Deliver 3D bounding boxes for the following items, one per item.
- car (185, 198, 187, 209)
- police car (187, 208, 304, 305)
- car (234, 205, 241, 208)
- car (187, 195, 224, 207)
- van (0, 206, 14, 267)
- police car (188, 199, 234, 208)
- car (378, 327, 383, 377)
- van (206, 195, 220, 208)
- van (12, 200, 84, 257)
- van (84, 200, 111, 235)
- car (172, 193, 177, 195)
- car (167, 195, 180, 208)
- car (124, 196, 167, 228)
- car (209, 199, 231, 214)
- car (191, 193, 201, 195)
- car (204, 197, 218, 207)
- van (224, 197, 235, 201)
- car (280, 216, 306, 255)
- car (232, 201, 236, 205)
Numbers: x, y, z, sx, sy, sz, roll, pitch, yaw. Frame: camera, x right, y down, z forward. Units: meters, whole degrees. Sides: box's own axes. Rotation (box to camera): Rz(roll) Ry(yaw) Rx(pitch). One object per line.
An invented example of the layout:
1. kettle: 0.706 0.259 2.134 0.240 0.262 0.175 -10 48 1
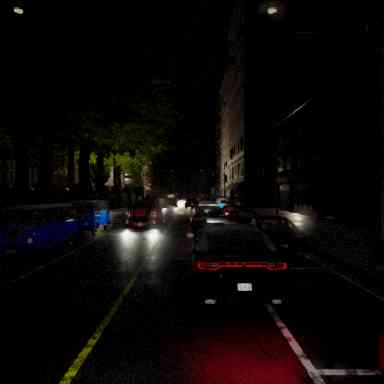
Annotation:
1. car: 0.032 1.527 45.330 1.994 1.385 4.181 0 0 0
2. police car: 0.904 1.424 8.289 1.930 1.638 5.238 0 0 0
3. car: 2.863 1.575 18.206 1.802 1.307 4.206 0 0 0
4. car: 0.909 1.339 24.148 2.097 1.767 4.553 0 0 0
5. van: -5.667 1.340 6.865 1.690 1.788 3.998 0 0 0
6. police car: 0.908 1.418 18.288 1.930 1.638 5.238 0 0 0
7. car: 2.856 1.315 1.224 2.192 1.841 5.009 0 0 0
8. van: 2.873 1.302 46.508 1.690 1.788 3.998 0 0 0
9. van: -5.665 1.338 12.523 1.690 1.788 3.998 0 0 0
10. van: -5.663 1.334 18.181 1.690 1.788 3.998 0 0 0
11. car: -5.638 1.402 89.990 1.752 1.417 4.829 0 0 0
12. car: -2.982 1.486 47.056 1.812 1.442 4.674 0 0 0
13. car: -3.091 1.342 22.010 2.097 1.767 4.553 0 0 0
14. car: 2.869 1.521 35.187 1.887 1.381 4.507 0 0 0
15. car: 0.021 1.431 58.733 2.128 1.511 4.902 0 0 0
16. car: 2.875 1.518 52.169 1.947 1.339 4.313 0 0 0
17. van: 2.866 1.324 29.526 1.690 1.788 3.998 0 0 0
18. car: 2.861 1.541 12.545 1.887 1.381 4.507 0 0 0
19. car: 2.865 1.570 23.866 1.802 1.307 4.206 0 0 0
